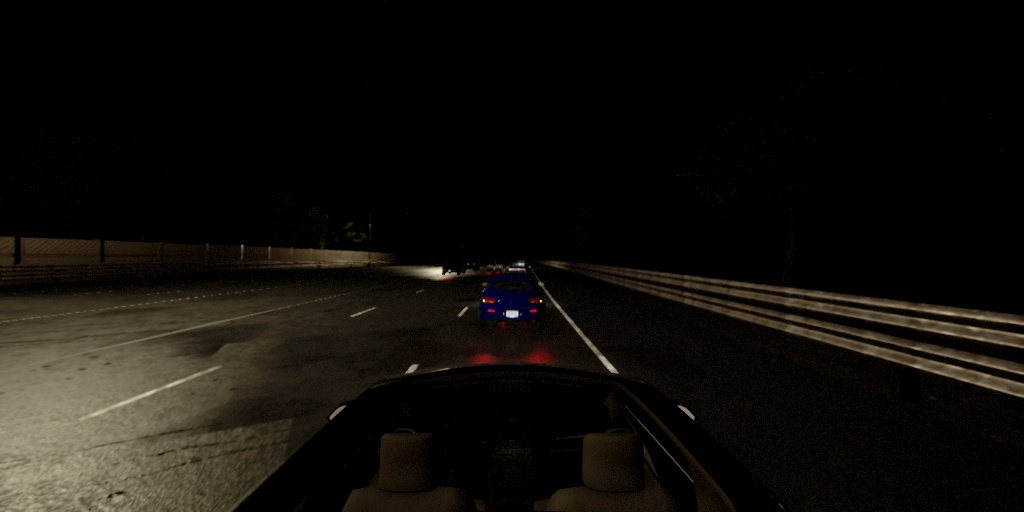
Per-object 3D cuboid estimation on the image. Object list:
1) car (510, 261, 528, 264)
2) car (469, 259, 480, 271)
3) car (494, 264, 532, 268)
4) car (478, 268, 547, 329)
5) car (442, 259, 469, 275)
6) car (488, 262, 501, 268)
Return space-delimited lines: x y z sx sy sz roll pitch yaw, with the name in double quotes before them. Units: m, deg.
"car" 0.530 1.208 28.761 2.128 1.511 4.902 0 0 2
"car" -5.750 1.186 49.747 2.097 1.767 4.553 0 0 2
"car" 0.192 1.308 20.848 1.895 1.301 4.718 0 0 1
"car" 0.027 1.247 11.049 1.812 1.442 4.674 0 0 0
"car" -6.135 1.265 38.218 1.837 1.490 4.892 0 0 2
"car" -2.248 1.442 49.675 1.895 1.301 4.718 0 -1 2
